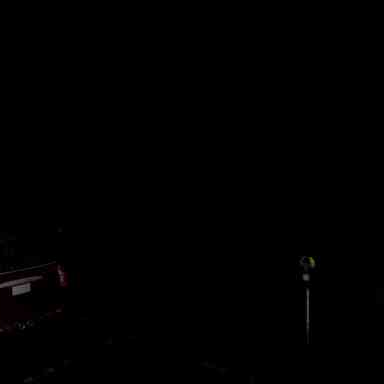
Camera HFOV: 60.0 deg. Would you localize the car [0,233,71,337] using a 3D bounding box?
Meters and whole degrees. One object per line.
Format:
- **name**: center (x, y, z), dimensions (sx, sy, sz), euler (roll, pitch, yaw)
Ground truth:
- **car**: center (-4.064, 1.440, 5.975), dimensions (4.097, 1.590, 1.967), euler (0, 0, 36)
